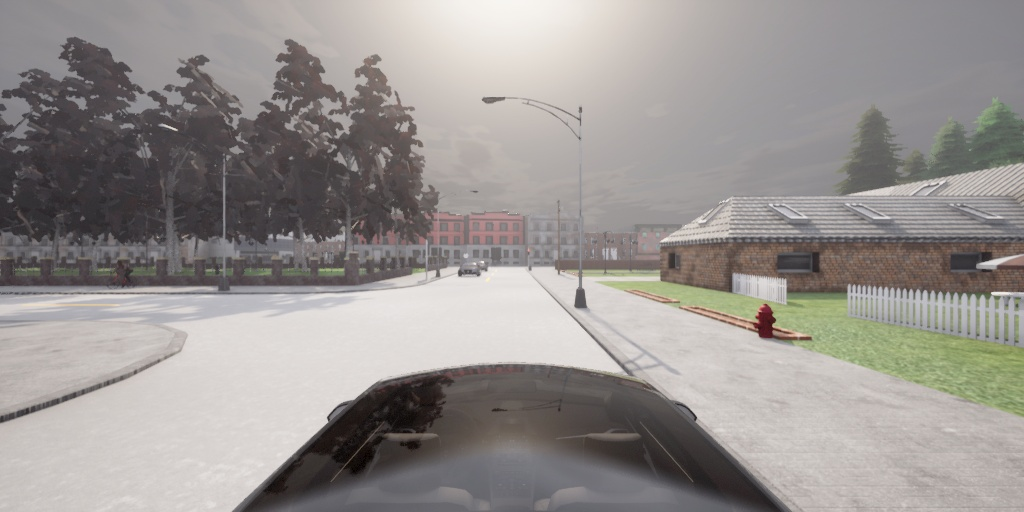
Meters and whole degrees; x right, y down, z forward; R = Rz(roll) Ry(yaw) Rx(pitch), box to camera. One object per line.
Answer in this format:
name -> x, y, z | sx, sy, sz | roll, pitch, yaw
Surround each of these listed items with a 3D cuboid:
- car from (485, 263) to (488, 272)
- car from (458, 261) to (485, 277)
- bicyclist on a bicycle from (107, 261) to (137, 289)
car -> -4.109, 1.297, 45.593 | 1.994, 1.385, 4.181 | 0, 0, 0
car -> -4.125, 1.301, 35.608 | 1.994, 1.385, 4.181 | 0, 0, 0
bicyclist on a bicycle -> -22.656, 1.091, 20.852 | 0.582, 1.620, 1.656 | 0, 0, 0
